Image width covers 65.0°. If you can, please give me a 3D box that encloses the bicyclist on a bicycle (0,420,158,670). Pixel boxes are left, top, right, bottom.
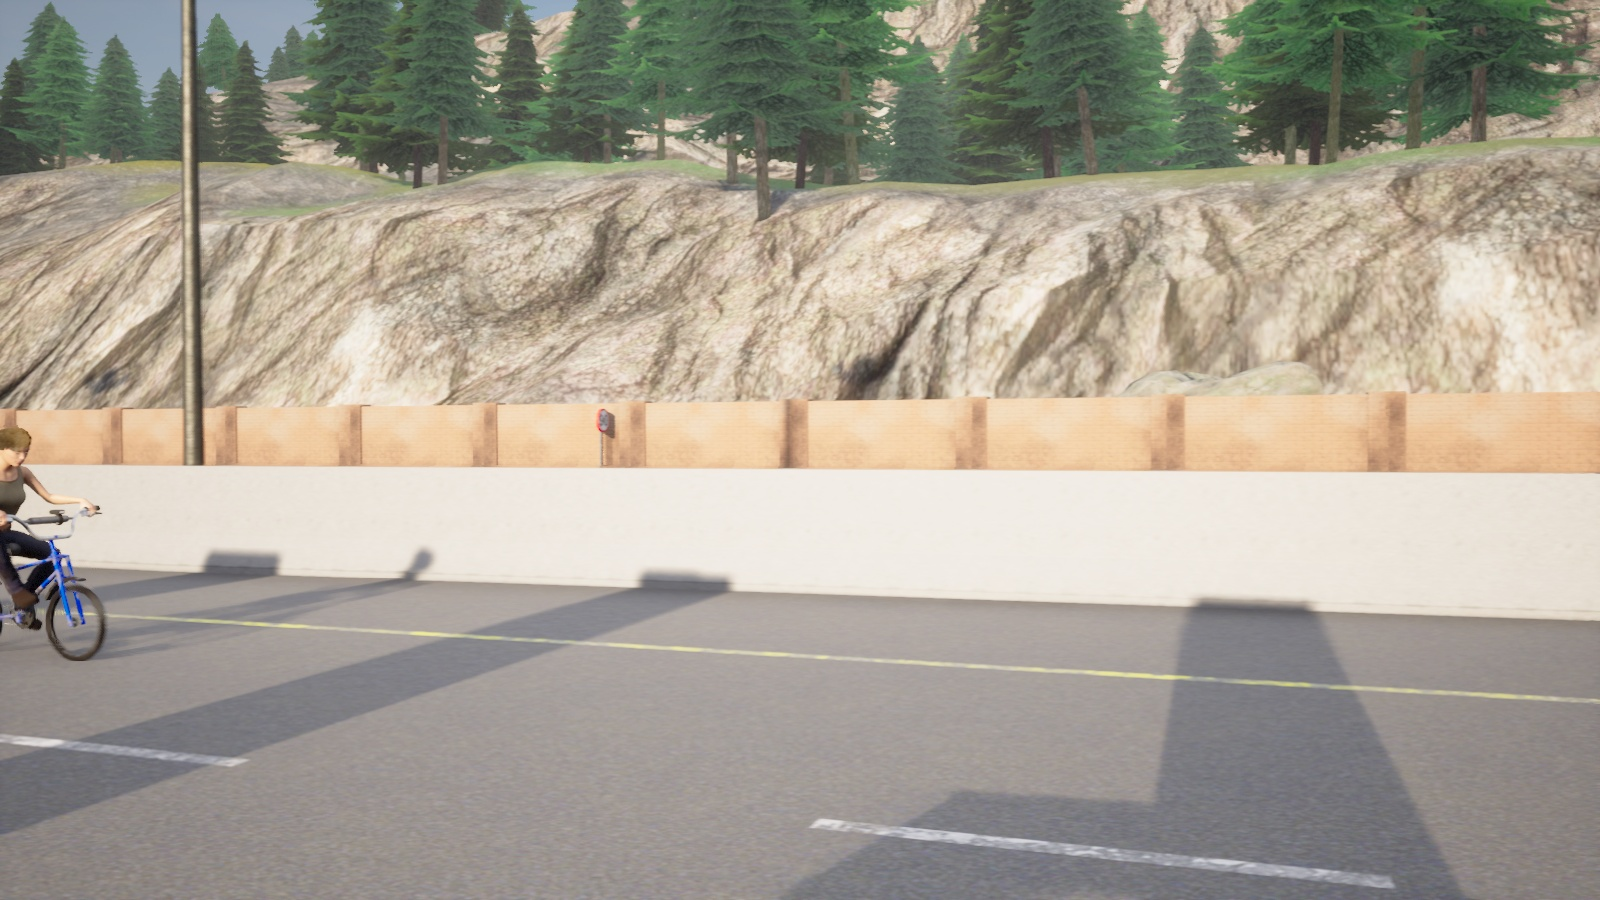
[{"bbox_3d":[-5.421,0.603,8.769,1.509,1.612,0.866,1,1,20],"label":"bicyclist on a bicycle"}]
